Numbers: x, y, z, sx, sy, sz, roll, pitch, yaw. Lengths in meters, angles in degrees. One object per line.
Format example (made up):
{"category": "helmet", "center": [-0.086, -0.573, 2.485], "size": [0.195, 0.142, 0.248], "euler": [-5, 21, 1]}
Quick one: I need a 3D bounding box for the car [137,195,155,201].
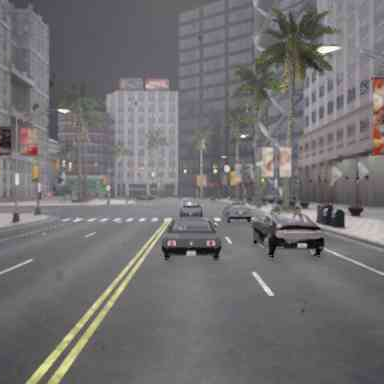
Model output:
{"category": "car", "center": [-11.821, 1.503, 82.015], "size": [2.033, 1.411, 5.357], "euler": [0, 0, -32]}

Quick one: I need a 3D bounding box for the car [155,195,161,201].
{"category": "car", "center": [-9.541, 1.487, 84.892], "size": [2.128, 1.511, 4.902], "euler": [0, 0, -32]}

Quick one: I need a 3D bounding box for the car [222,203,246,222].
{"category": "car", "center": [3.434, 1.535, 25.883], "size": [2.033, 1.411, 5.357], "euler": [0, 0, 0]}

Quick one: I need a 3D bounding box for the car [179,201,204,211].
{"category": "car", "center": [-0.051, 1.479, 28.026], "size": [2.128, 1.511, 4.902], "euler": [0, 0, 0]}

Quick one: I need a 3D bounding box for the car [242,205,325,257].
{"category": "car", "center": [3.499, 1.485, 12.944], "size": [2.128, 1.511, 4.902], "euler": [0, 0, 0]}

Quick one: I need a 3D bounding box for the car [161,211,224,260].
{"category": "car", "center": [-0.004, 1.595, 12.414], "size": [1.895, 1.301, 4.718], "euler": [0, 0, 0]}
